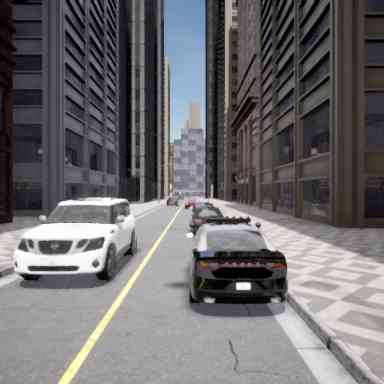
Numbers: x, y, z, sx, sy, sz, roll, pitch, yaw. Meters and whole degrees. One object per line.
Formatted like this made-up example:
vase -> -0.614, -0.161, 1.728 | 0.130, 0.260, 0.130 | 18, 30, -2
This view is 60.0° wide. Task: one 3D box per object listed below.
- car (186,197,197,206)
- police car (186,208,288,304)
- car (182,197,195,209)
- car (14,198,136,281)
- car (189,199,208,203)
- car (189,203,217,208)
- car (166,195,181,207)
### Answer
car -> -0.083, 1.633, 59.010 | 1.994, 1.385, 4.181 | 0, 0, 0
police car -> 0.887, 1.426, 8.342 | 1.930, 1.638, 5.238 | 0, 0, 0
car -> -0.030, 1.640, 45.985 | 1.895, 1.301, 4.718 | 0, 0, 0
car -> -3.116, 1.222, 10.195 | 2.150, 2.045, 5.566 | 0, 0, 0
car -> 0.864, 1.516, 24.232 | 1.837, 1.490, 4.892 | 0, 0, 0
car -> 0.873, 1.531, 18.232 | 1.812, 1.442, 4.674 | 0, 0, 0
car -> -3.163, 1.560, 53.635 | 1.837, 1.490, 4.892 | 0, 0, 0
